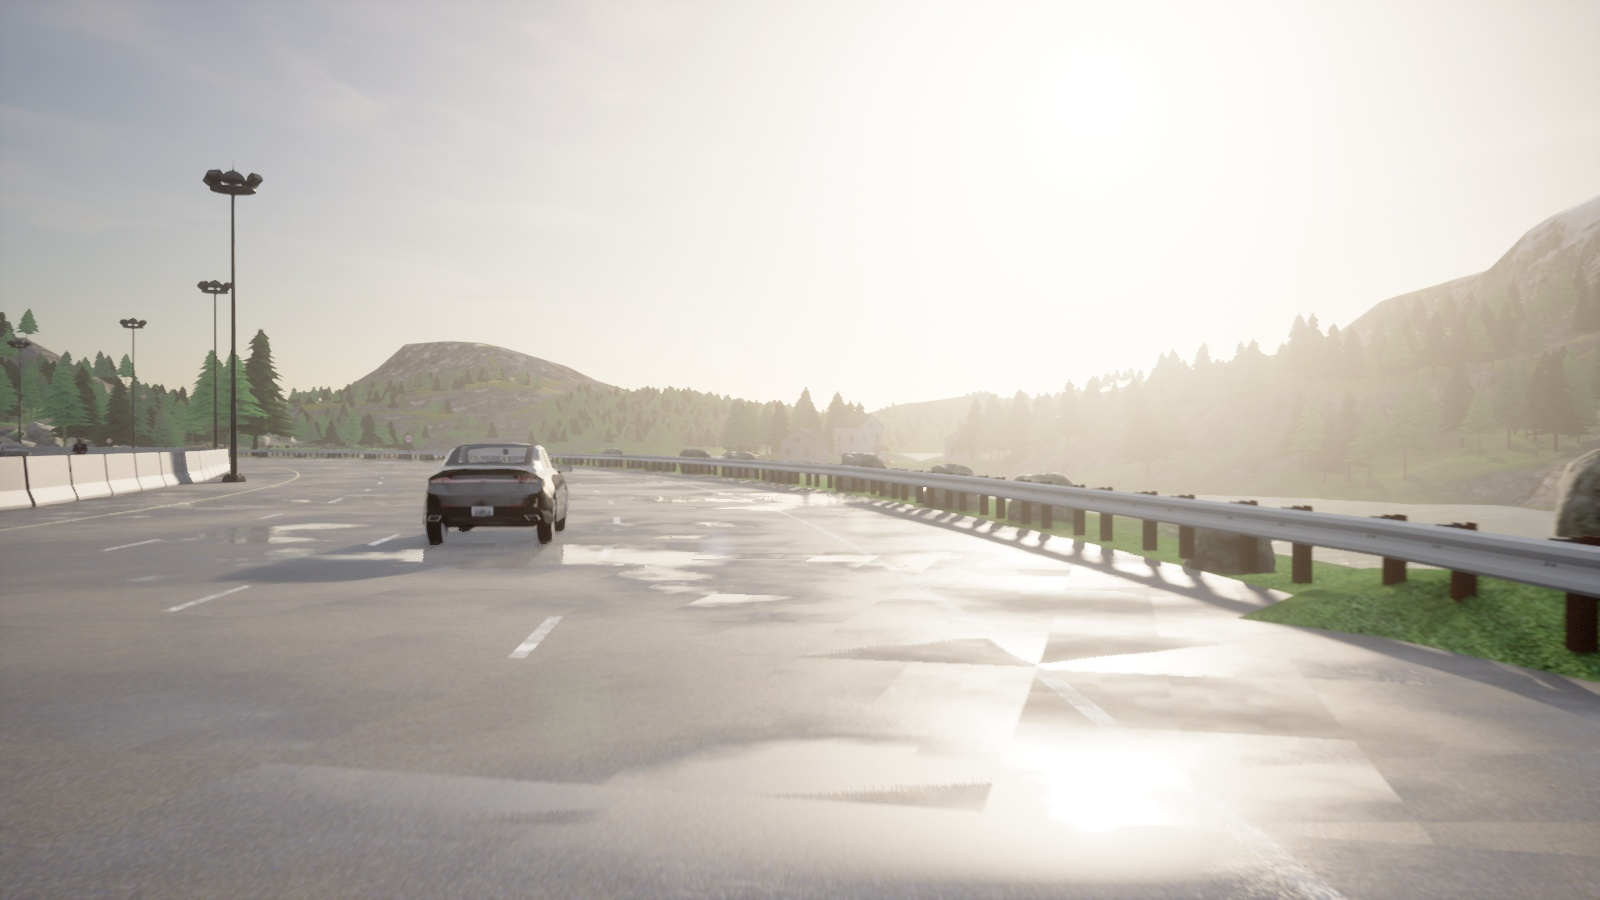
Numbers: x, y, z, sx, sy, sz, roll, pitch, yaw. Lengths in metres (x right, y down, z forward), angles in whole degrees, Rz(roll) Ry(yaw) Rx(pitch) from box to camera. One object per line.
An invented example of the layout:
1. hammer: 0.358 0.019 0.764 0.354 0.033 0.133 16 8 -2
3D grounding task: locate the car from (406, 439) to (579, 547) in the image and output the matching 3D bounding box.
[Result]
1. car: -4.757 0.587 20.162 2.128 1.511 4.902 0 0 -7
